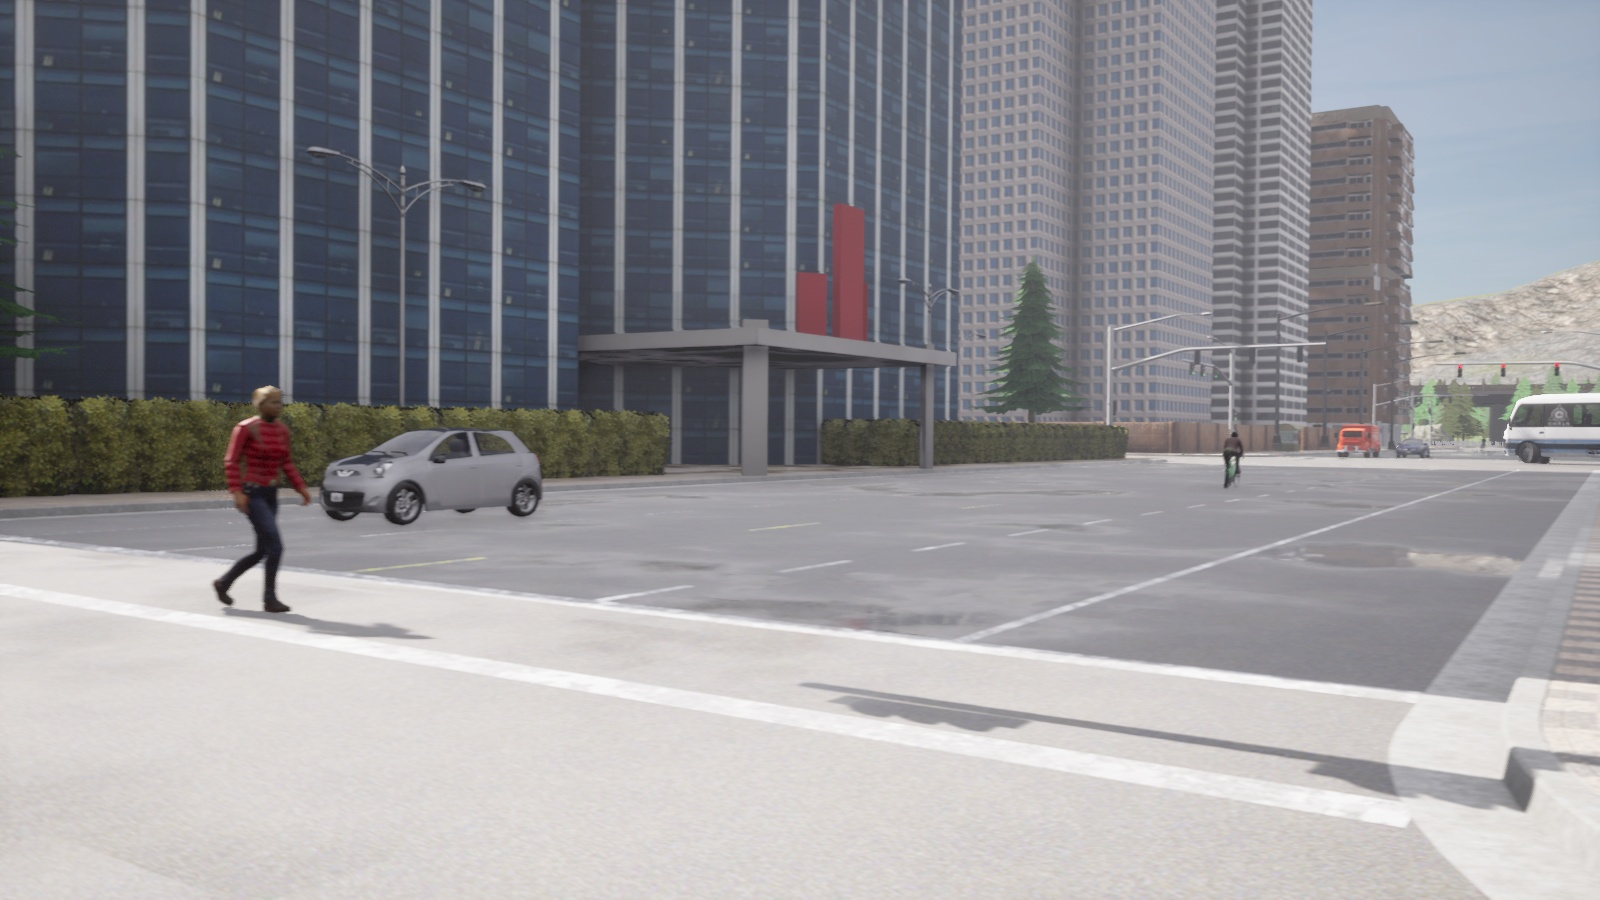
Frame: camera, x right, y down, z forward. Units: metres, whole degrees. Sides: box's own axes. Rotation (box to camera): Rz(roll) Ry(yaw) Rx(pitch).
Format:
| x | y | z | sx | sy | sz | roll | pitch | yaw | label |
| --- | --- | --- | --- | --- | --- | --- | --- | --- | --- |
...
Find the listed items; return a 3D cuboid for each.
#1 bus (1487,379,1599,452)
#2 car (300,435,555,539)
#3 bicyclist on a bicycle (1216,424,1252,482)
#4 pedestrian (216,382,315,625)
| x | y | z | sx | sy | sz | roll | pitch | yaw | label |
| --- | --- | --- | --- | --- | --- | --- | --- | --- | --- |
| 46.987 | -2.087 | 74.410 | 3.944 | 4.253 | 10.273 | -4 | 3 | -44 | bus |
| -5.951 | 0.518 | 20.429 | 1.845 | 1.501 | 3.633 | 0 | 1 | 33 | car |
| 12.398 | 0.082 | 35.814 | 0.582 | 1.620 | 1.656 | 0 | 1 | 33 | bicyclist on a bicycle |
| -4.168 | 0.406 | 9.798 | 0.636 | 1.846 | 0.331 | 0 | 1 | 20 | pedestrian |
